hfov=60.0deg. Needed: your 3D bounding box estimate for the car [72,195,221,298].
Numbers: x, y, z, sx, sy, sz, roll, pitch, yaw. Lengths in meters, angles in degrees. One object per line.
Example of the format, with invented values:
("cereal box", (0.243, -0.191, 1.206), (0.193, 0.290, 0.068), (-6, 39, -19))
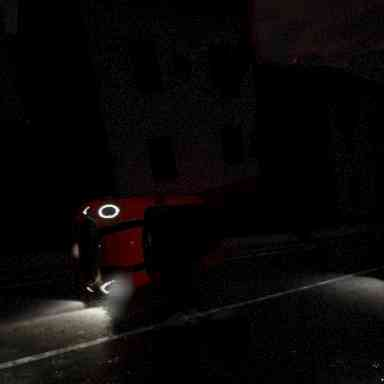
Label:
("car", (-0.730, 1.167, 8.480), (1.767, 2.097, 4.553), (-3, -1, 31))
